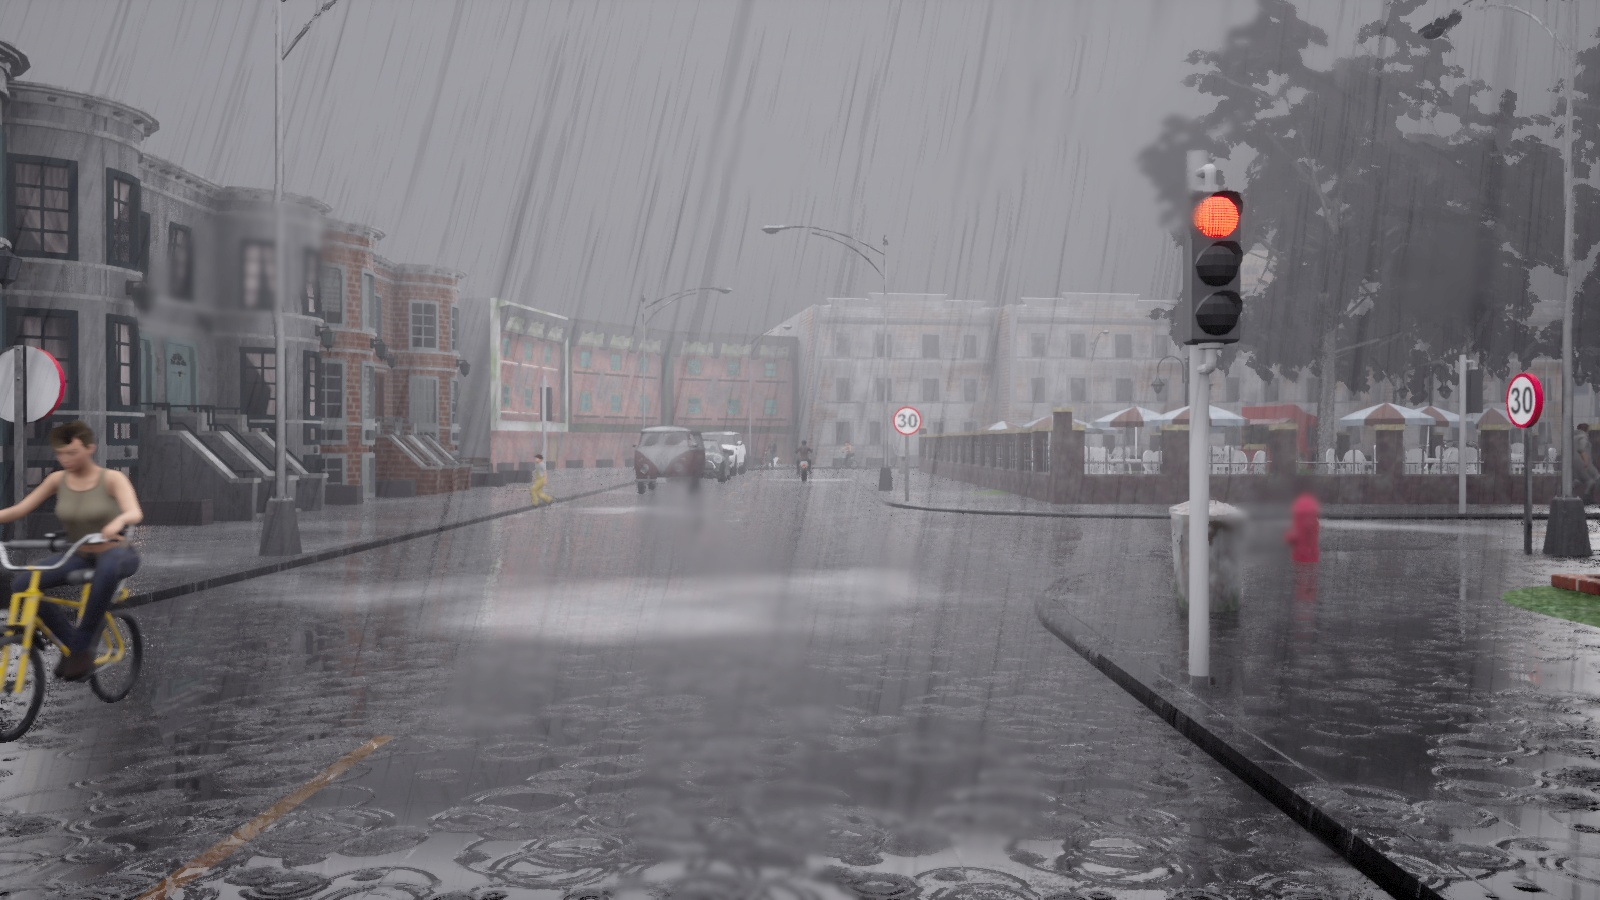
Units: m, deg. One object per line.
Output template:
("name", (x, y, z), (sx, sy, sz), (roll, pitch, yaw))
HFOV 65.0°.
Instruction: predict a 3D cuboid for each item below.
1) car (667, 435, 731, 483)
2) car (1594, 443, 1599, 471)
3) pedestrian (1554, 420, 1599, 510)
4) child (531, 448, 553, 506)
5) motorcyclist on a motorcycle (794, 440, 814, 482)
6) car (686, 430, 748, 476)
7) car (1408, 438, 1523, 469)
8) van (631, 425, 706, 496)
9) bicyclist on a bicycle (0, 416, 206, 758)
("car", (-3.845, 0.328, 48.458), (2.097, 1.767, 4.553), (0, 0, 0))
("car", (45.081, 0.380, 67.495), (3.705, 1.549, 1.789), (0, 0, 0))
("pedestrian", (17.161, 0.315, 27.527), (0.873, 1.952, 0.659), (0, 0, 2))
("child", (-5.742, 0.597, 27.919), (0.437, 1.263, 0.270), (0, 0, -25))
("motorcyclist on a motorcycle", (0.163, 0.414, 50.191), (0.766, 1.649, 2.350), (0, 0, 0))
("car", (-3.842, 0.130, 59.239), (2.150, 2.045, 5.566), (0, 0, 4))
("car", (35.729, 0.173, 67.509), (5.027, 1.651, 2.152), (0, 0, 0))
("van", (-3.868, 0.285, 37.671), (1.775, 1.987, 4.442), (0, 0, 0))
("bicyclist on a bicycle", (-3.952, 0.642, 6.675), (0.866, 1.612, 1.509), (0, 0, 0))
